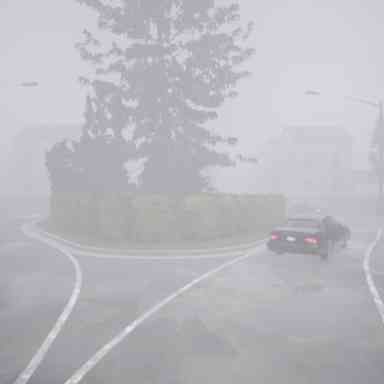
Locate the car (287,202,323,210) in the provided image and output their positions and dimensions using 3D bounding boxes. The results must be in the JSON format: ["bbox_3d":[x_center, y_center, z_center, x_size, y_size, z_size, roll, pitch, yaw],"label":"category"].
[{"bbox_3d":[10.432,1.581,30.561,1.994,1.385,4.181,0,0,-11],"label":"car"}]

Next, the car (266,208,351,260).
[{"bbox_3d":[4.616,1.555,12.687,2.033,1.411,5.357,0,0,35],"label":"car"}]
